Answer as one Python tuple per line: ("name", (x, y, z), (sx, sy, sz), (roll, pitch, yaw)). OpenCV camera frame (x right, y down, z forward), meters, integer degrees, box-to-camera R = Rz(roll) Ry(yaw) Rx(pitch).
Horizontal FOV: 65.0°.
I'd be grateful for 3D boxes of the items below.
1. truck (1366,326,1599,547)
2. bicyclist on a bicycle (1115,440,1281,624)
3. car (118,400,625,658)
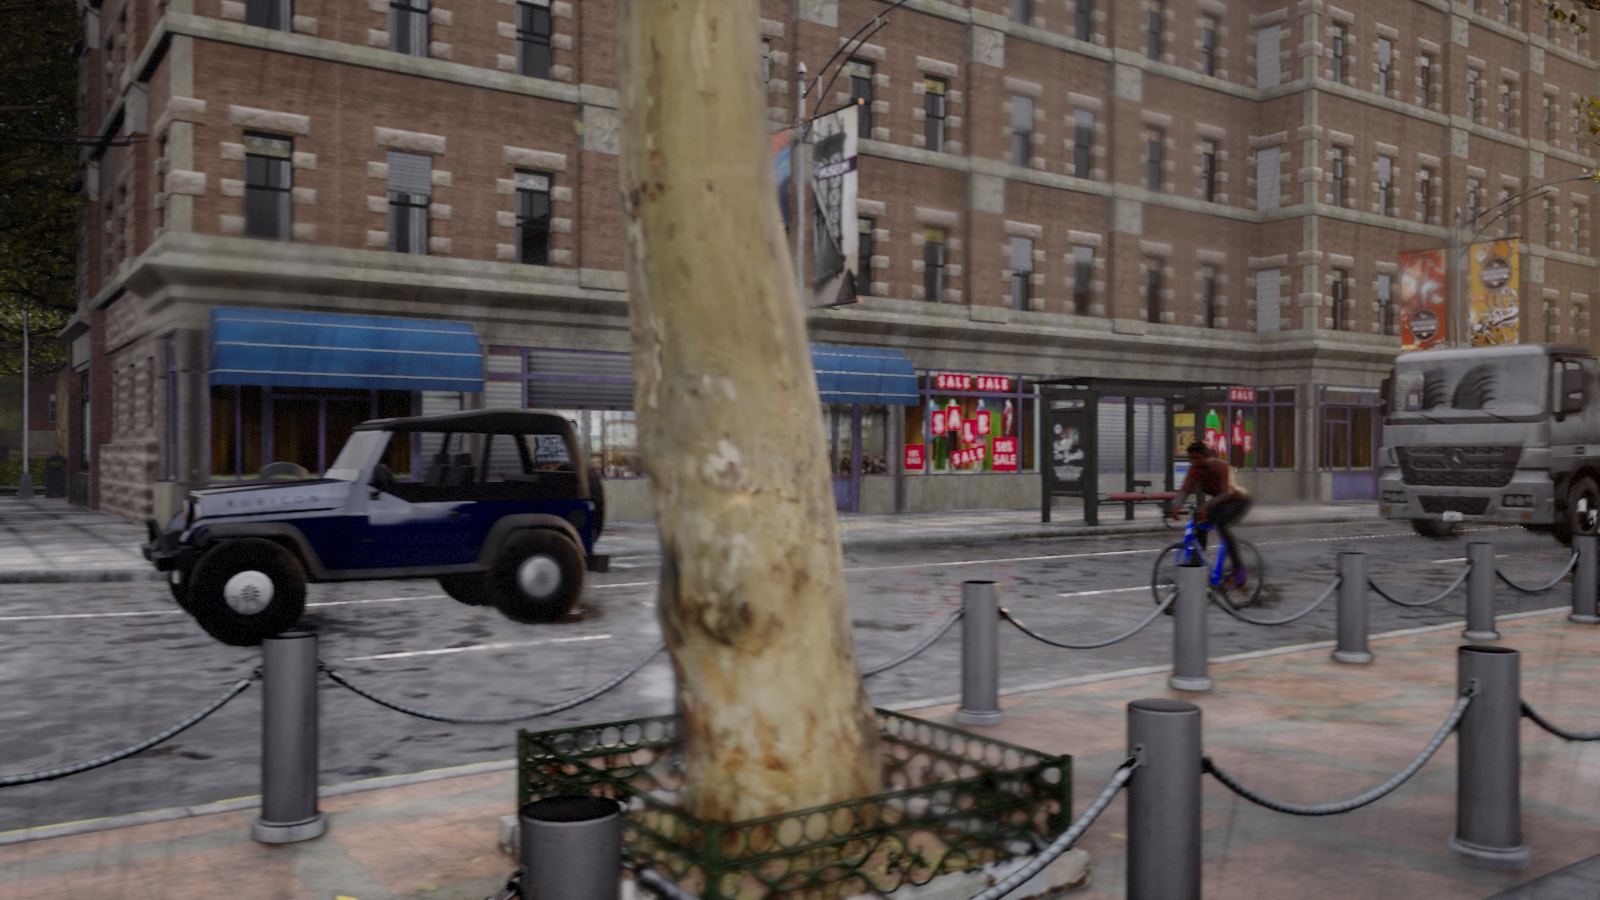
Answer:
("truck", (14.039, -0.210, 23.186), (7.936, 3.462, 2.891), (0, 0, -35))
("bicyclist on a bicycle", (3.737, 0.719, 11.742), (1.656, 1.620, 0.582), (0, 0, -35))
("car", (-3.707, 0.575, 10.968), (3.866, 1.878, 1.905), (0, 0, -31))
